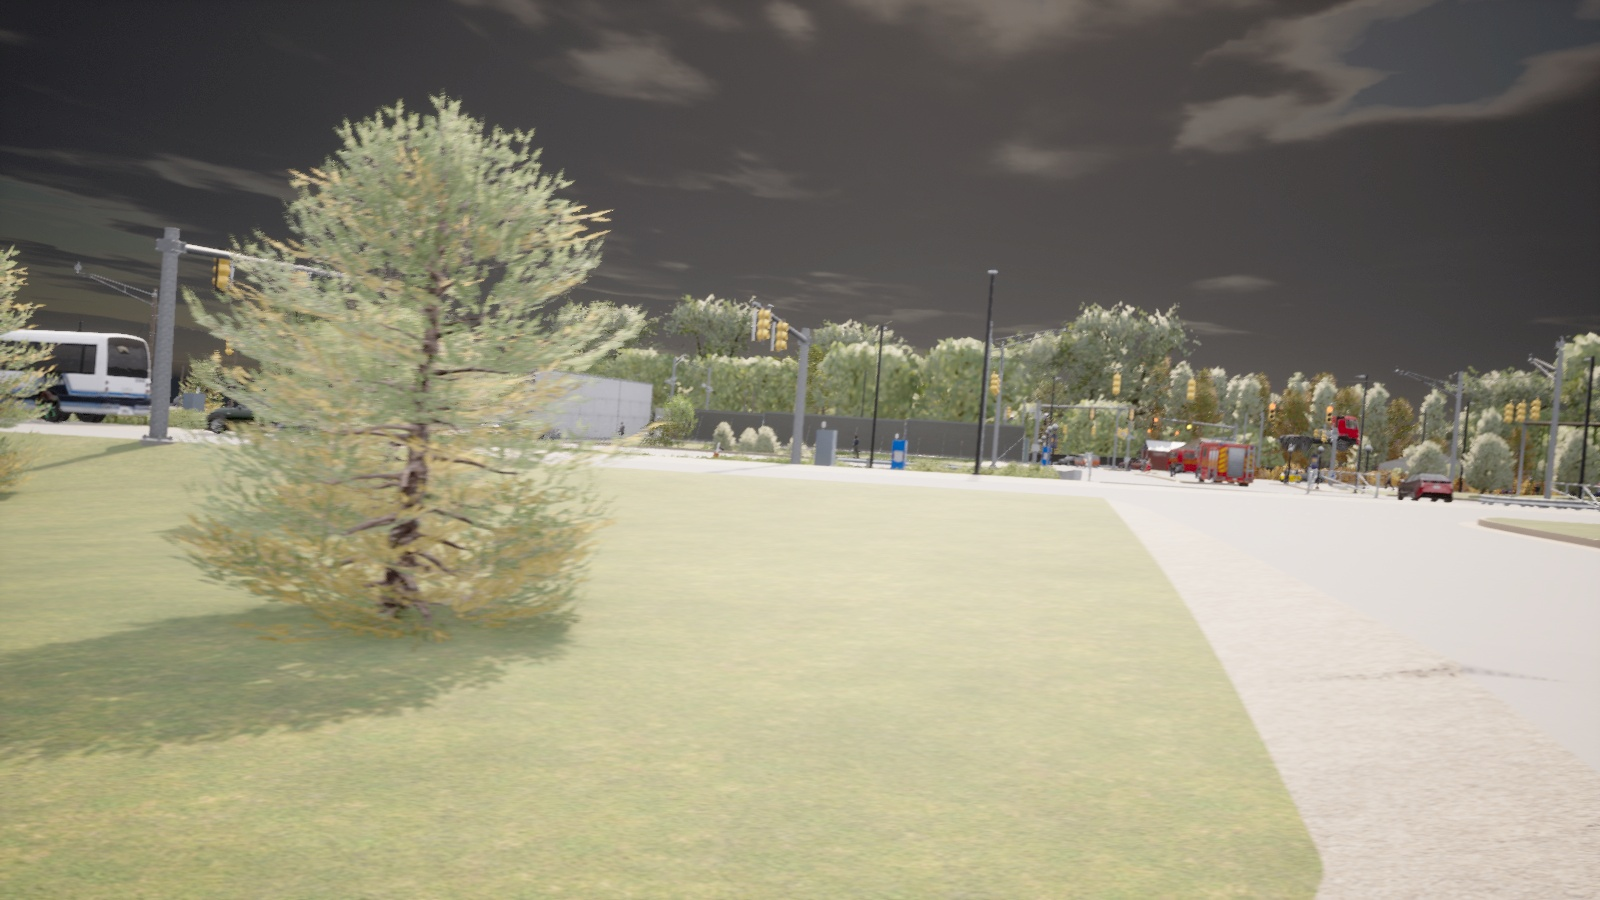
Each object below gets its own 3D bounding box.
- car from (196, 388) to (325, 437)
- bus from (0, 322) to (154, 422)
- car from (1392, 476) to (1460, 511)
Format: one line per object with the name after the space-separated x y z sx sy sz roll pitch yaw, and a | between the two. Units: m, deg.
-22.914 -1.603 53.414 4.553 1.767 2.097 4 1 10 | car
-36.655 -3.786 59.497 10.273 4.253 3.944 4 1 10 | bus
31.934 2.183 64.205 2.007 1.525 4.514 4 1 13 | car
